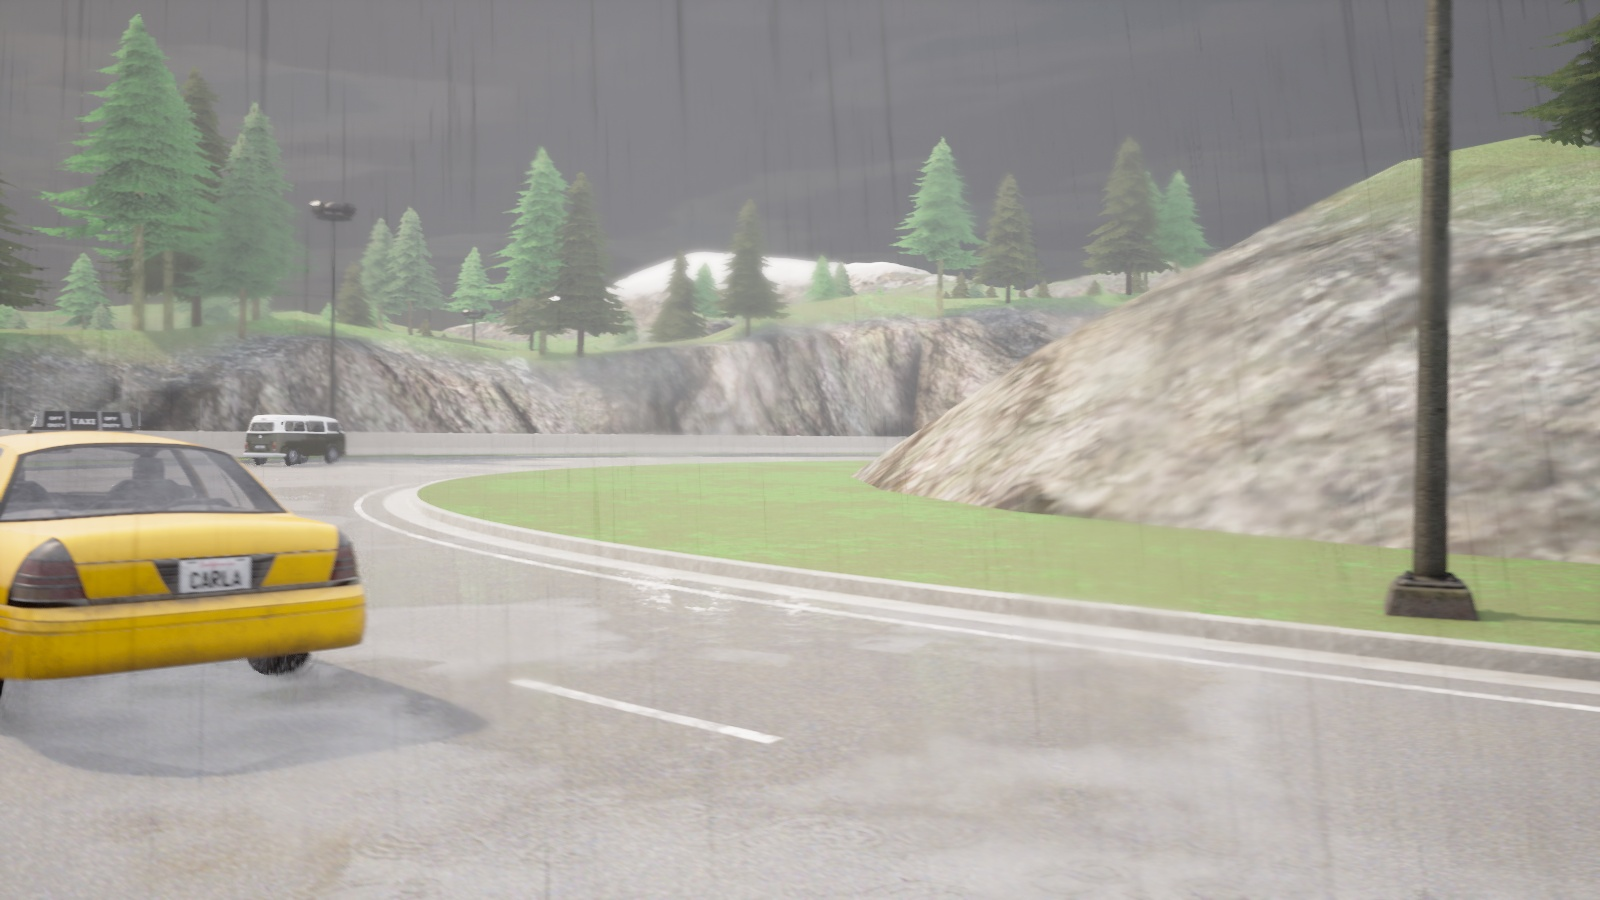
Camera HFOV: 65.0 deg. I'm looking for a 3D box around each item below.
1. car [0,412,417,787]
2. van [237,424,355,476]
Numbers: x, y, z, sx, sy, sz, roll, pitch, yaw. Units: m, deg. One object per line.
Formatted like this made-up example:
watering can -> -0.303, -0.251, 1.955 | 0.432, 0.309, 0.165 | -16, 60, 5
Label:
car -> -4.508, 0.609, 7.819 | 1.801, 1.575, 5.366 | -1, 1, -44
van -> -20.527, -0.027, 51.372 | 2.069, 2.038, 4.480 | -1, 1, 17
